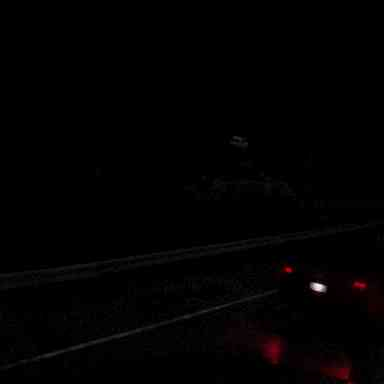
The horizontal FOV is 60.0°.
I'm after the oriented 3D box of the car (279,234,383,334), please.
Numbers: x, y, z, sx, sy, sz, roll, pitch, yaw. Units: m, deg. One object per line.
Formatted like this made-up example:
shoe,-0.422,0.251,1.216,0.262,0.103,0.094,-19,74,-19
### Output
car,3.672,1.569,6.849,4.181,1.385,1.994,0,0,-39
